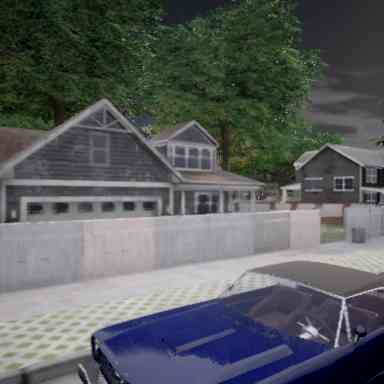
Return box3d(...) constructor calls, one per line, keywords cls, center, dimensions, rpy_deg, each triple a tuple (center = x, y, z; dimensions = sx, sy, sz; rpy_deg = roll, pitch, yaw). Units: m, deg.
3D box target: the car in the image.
box3d(cls="car", center=(1.222, 1.621, 3.946), dimensions=(4.718, 1.301, 1.895), rpy_deg=(0, 0, -36))
